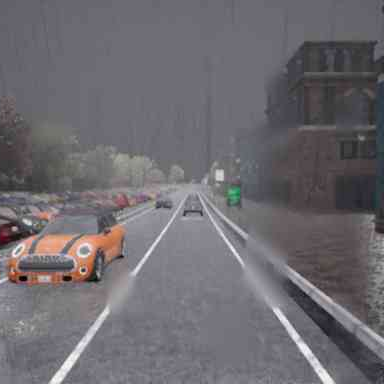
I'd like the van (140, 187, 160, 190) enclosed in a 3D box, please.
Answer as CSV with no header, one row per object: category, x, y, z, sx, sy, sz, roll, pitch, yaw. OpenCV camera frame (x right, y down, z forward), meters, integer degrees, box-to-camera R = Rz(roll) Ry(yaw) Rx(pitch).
van,-9.195,0.487,66.940,4.442,1.987,1.878,0,1,1

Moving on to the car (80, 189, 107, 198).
car,-22.285,0.274,75.456,5.566,2.045,2.435,0,1,1

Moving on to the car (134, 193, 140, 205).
car,-9.730,1.225,41.966,5.366,1.575,1.946,0,1,1

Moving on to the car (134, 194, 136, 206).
car,-9.565,1.284,39.182,5.008,1.535,2.097,0,1,1

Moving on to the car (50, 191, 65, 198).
car,-22.552,1.054,50.402,5.008,1.535,2.097,0,1,1

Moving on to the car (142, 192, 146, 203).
car,-9.499,1.118,47.529,4.892,1.521,2.231,0,1,1

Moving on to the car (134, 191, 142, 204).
car,-9.488,1.049,44.619,4.553,1.767,2.185,0,1,1

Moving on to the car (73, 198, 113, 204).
car,-9.669,1.491,28.045,5.008,1.535,2.097,0,1,1

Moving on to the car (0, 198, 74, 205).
car,-9.783,1.447,19.679,4.553,1.767,2.185,0,0,1

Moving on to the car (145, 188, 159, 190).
car,-9.306,0.645,64.223,4.553,1.767,2.185,0,1,1

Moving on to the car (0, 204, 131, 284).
car,-3.348,1.390,9.808,2.097,1.767,4.553,0,0,0

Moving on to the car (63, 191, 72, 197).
car,-22.527,0.998,53.187,4.892,1.521,2.231,0,1,1

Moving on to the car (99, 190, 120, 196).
car,-22.189,0.216,89.382,5.008,1.535,2.097,0,1,1

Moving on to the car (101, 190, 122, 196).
car,-22.344,0.153,92.043,5.366,1.575,1.946,0,1,1

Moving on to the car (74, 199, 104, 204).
car,-9.694,1.526,25.256,5.008,1.535,2.097,0,1,1

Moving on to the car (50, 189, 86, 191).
car,-22.440,0.631,58.751,5.566,2.045,2.435,0,1,1

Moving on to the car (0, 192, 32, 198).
car,-22.622,1.028,39.260,5.566,2.045,2.435,0,1,1

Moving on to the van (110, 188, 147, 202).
van,-9.583,0.834,50.309,4.442,1.987,1.878,0,1,1

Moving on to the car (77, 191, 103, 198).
car,-22.344,0.586,72.675,5.008,1.535,2.097,0,1,1

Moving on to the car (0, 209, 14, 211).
car,-9.833,1.614,14.112,4.792,1.488,2.163,0,0,1

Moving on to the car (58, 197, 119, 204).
car,-9.619,1.477,30.832,4.792,1.488,2.163,0,1,1

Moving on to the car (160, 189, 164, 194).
car,-9.236,0.571,75.357,4.674,1.452,2.002,0,1,1

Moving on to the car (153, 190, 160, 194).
car,-9.178,0.826,61.441,5.366,1.575,1.946,0,1,1

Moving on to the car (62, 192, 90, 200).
car,-22.419,0.805,64.325,4.674,1.452,2.002,0,1,1

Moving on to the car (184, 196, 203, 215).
car,0.118,1.436,32.330,2.033,1.411,5.357,0,1,0

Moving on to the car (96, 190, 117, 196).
car,-22.179,0.308,86.597,4.792,1.488,2.163,0,1,1

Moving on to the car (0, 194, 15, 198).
car,-22.861,1.332,36.483,5.366,1.575,1.946,0,1,1

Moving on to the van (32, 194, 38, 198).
van,-22.508,0.997,42.044,4.442,1.987,1.878,0,1,1

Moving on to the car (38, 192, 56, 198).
car,-22.575,1.151,47.619,4.674,1.452,2.002,0,1,1

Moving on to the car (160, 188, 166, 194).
car,-9.176,0.345,78.135,4.553,1.767,2.185,0,1,1

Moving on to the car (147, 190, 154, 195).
car,-9.410,0.945,55.877,5.008,1.535,2.097,0,1,1

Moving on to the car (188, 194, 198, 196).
car,0.170,1.011,51.342,2.128,1.511,4.902,0,1,0

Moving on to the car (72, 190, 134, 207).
car,-9.625,1.089,36.395,5.566,2.045,2.435,0,1,1

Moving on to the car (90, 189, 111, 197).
car,-22.292,0.277,81.027,4.553,1.767,2.185,0,1,1

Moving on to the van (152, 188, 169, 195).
van,-8.937,-0.127,94.703,4.442,1.987,1.878,0,1,1

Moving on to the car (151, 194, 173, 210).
car,-3.249,1.306,39.463,2.033,1.411,5.357,0,1,1

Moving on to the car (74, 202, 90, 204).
car,-9.729,1.594,22.467,4.674,1.452,2.002,0,1,1

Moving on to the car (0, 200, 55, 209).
car,-9.809,1.458,16.899,4.553,1.767,2.185,0,0,1

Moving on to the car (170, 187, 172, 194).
car,-9.050,-0.092,92.046,5.566,2.045,2.435,0,1,1

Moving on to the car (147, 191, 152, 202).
car,-9.446,1.002,53.095,5.008,1.535,2.097,0,1,1

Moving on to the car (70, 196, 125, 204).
car,-9.620,1.436,33.618,4.674,1.452,2.002,0,1,1
